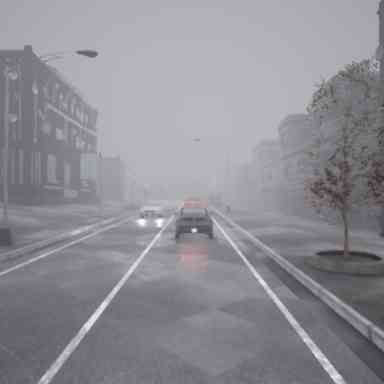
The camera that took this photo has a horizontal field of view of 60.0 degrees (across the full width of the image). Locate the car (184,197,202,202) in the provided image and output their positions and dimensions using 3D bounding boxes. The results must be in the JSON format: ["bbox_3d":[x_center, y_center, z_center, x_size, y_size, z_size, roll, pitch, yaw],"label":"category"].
[{"bbox_3d":[0.115,1.348,38.459,2.097,1.767,4.553,0,0,0],"label":"car"}]

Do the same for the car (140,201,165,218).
[{"bbox_3d":[-3.488,1.522,29.836,1.812,1.442,4.674,0,0,0],"label":"car"}]

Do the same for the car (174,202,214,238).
[{"bbox_3d":[0.106,1.503,17.660,1.837,1.490,4.892,0,0,0],"label":"car"}]
